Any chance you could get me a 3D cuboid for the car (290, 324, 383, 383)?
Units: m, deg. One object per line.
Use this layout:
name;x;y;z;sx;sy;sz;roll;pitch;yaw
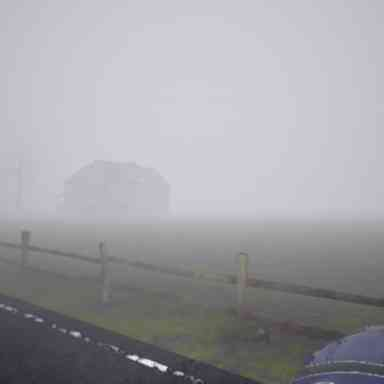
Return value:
car;2.825;1.509;1.886;4.553;1.767;2.097;-1;-3;36
